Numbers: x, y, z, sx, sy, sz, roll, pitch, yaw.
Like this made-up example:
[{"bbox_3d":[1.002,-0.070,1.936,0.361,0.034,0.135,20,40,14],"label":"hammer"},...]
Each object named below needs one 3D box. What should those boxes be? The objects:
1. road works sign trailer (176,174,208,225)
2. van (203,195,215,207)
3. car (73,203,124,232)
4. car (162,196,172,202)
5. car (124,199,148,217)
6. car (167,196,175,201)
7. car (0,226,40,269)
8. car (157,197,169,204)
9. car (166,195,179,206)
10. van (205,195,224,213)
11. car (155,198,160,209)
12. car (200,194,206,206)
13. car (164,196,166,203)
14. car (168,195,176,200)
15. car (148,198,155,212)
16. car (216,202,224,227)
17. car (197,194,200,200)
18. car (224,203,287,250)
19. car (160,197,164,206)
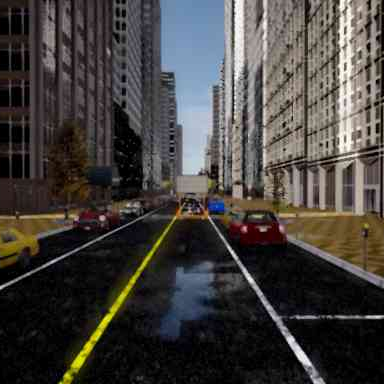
[{"bbox_3d":[0.012,0.487,24.535,2.380,3.560,2.880,0,0,0],"label":"road works sign trailer"},{"bbox_3d":[2.706,1.392,54.235,1.690,1.788,3.998,-1,0,0],"label":"van"},{"bbox_3d":[-5.690,1.459,20.138,1.967,1.590,4.097,-1,0,0],"label":"car"},{"bbox_3d":[-5.662,1.622,76.973,2.008,1.369,4.403,-1,0,0],"label":"car"},{"bbox_3d":[-5.684,1.580,31.505,2.008,1.369,4.403,-1,0,0],"label":"car"},{"bbox_3d":[-5.657,1.663,88.341,1.802,1.307,4.206,-1,0,0],"label":"car"},{"bbox_3d":[-5.694,1.534,8.600,1.752,1.417,4.829,-1,0,0],"label":"car"},{"bbox_3d":[-5.668,1.612,65.607,2.008,1.369,4.403,-1,0,0],"label":"car"},{"bbox_3d":[-3.019,1.601,57.935,2.033,1.411,5.357,0,0,1],"label":"car"},{"bbox_3d":[2.698,1.376,37.184,1.690,1.788,3.998,-1,0,0],"label":"van"},{"bbox_3d":[-5.678,1.585,42.872,1.887,1.381,4.507,-1,0,0],"label":"car"},{"bbox_3d":[2.703,1.360,48.552,2.192,1.841,5.009,-1,0,0],"label":"car"},{"bbox_3d":[-5.673,1.633,54.239,1.802,1.307,4.206,-1,0,0],"label":"car"},{"bbox_3d":[-5.655,1.526,94.024,1.967,1.590,4.097,-1,0,0],"label":"car"},{"bbox_3d":[-5.681,1.601,37.188,1.947,1.339,4.313,-1,0,0],"label":"car"},{"bbox_3d":[2.692,1.544,20.303,1.752,1.417,4.829,-1,0,0],"label":"car"},{"bbox_3d":[2.719,1.622,76.969,2.008,1.369,4.403,-1,0,0],"label":"car"},{"bbox_3d":[2.688,1.454,14.450,1.967,1.590,4.097,-1,0,0],"label":"car"},{"bbox_3d":[-5.676,1.596,48.556,2.008,1.369,4.403,-1,0,0],"label":"car"}]
